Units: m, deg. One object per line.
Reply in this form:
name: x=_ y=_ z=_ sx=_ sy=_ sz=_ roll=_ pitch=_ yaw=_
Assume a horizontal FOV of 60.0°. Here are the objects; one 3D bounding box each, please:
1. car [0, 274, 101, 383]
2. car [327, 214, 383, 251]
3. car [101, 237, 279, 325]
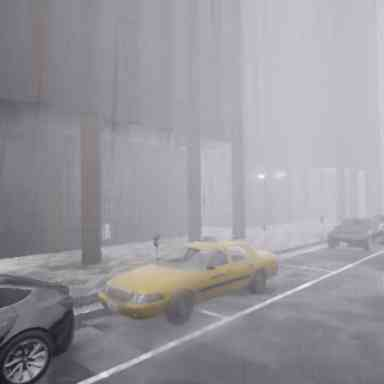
car: x=-3.497 y=1.738 z=3.747 sx=1.947 sy=1.339 sz=4.313 roll=-2 pitch=-2 yaw=43
car: x=8.064 y=1.924 z=16.013 sx=1.947 sy=1.339 sz=4.313 roll=-3 pitch=-2 yaw=43
car: x=0.239 y=1.757 z=7.713 sx=1.752 sy=1.417 sz=4.829 roll=-2 pitch=-2 yaw=43
